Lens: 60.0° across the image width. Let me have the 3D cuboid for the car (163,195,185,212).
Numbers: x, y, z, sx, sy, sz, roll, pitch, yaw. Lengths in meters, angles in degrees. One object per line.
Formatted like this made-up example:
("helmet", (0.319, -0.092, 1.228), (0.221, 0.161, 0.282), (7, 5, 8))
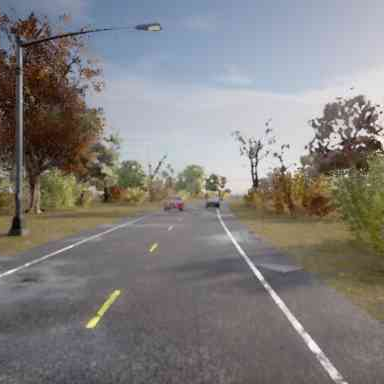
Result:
("car", (-2.148, 1.383, 41.366), (2.150, 2.045, 5.566), (0, 0, 4))

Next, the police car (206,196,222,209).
("police car", (3.000, 1.630, 48.378), (1.930, 1.638, 5.238), (0, 0, 5))

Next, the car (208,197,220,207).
("car", (3.854, 1.742, 58.186), (1.882, 1.535, 5.008), (0, 0, 5))

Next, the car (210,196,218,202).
("car", (5.486, 1.816, 82.147), (1.812, 1.442, 4.674), (0, -1, 8))
